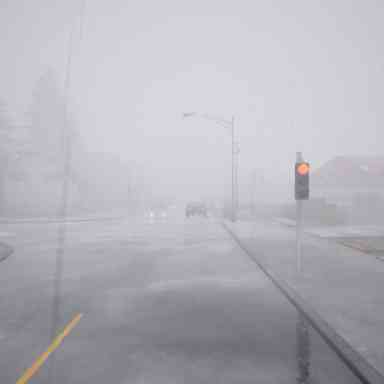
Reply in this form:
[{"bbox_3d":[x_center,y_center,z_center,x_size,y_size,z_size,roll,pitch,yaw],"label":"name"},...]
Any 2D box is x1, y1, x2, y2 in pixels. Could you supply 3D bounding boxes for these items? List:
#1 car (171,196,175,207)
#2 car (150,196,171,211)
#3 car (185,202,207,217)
[{"bbox_3d":[-4.049,1.526,50.785,1.812,1.442,4.674,0,0,0],"label":"car"},{"bbox_3d":[-4.062,1.505,41.574,1.837,1.490,4.892,0,0,0],"label":"car"},{"bbox_3d":[0.301,1.601,31.320,1.895,1.301,4.718,0,0,-2],"label":"car"}]
